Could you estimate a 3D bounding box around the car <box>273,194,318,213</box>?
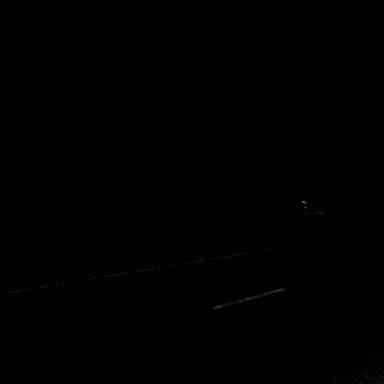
[{"bbox_3d":[10.098,1.011,32.784,2.097,1.767,4.553,-1,0,-32],"label":"car"}]
